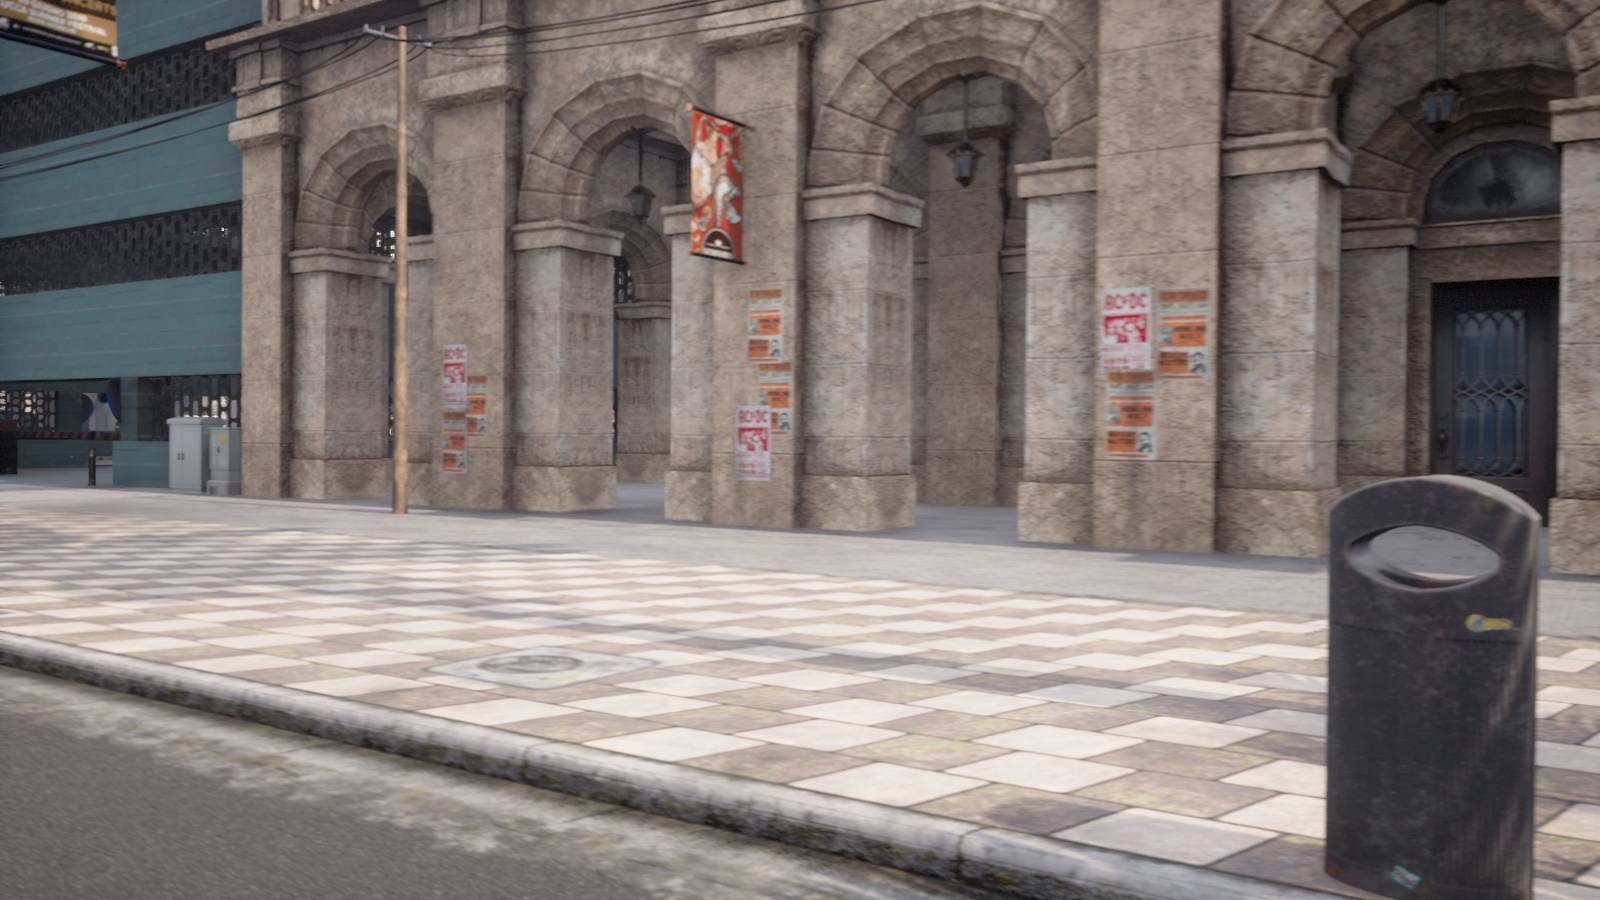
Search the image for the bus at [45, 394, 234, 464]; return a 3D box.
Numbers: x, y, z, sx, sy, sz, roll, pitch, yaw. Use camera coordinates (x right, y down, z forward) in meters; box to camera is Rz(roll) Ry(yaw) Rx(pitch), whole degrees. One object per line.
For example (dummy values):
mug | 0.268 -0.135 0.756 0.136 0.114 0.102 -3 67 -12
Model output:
bus | -42.984 -1.377 82.202 3.944 4.253 10.273 0 1 34
